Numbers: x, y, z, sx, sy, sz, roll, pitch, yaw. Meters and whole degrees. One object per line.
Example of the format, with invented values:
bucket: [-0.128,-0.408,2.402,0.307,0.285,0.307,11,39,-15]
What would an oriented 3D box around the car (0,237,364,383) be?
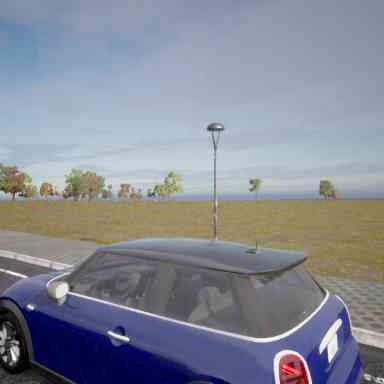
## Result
car: [-0.516,1.353,4.096,4.553,1.767,2.097,0,0,36]
